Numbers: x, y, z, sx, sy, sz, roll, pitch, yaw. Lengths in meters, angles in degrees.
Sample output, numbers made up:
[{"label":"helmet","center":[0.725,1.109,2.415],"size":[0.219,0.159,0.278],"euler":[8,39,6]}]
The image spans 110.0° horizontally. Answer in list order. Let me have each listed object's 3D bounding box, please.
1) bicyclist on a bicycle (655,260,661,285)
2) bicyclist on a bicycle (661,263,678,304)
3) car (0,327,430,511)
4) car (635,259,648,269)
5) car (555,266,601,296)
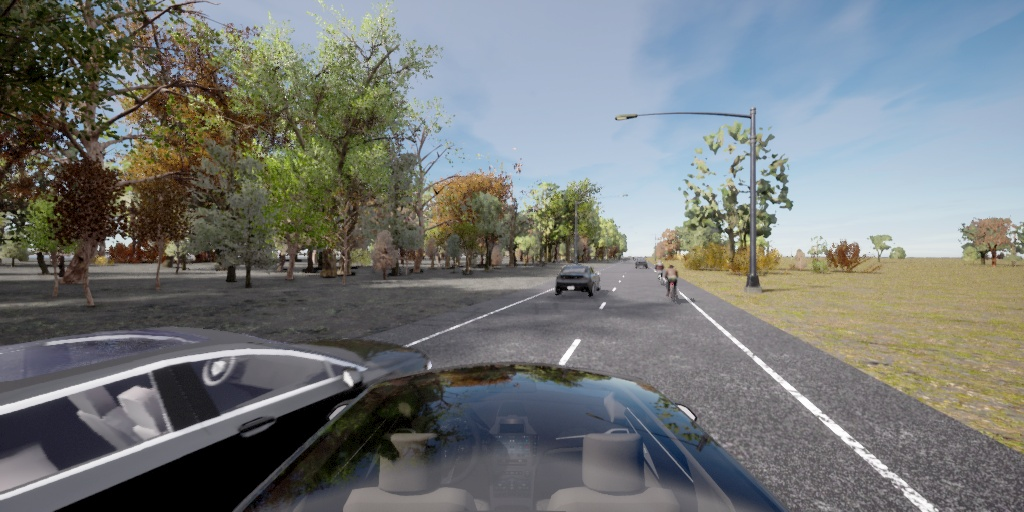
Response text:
[{"label":"bicyclist on a bicycle","center":[10.111,1.126,24.608],"size":[0.659,1.776,1.843],"euler":[0,0,19]},{"label":"bicyclist on a bicycle","center":[6.918,1.206,15.532],"size":[0.582,1.620,1.656],"euler":[0,0,19]},{"label":"car","center":[-2.340,1.241,2.361],"size":[2.128,1.511,4.902],"euler":[0,0,19]},{"label":"car","center":[21.008,1.269,58.211],"size":[1.837,1.490,4.892],"euler":[0,0,19]},{"label":"car","center":[3.608,1.258,19.277],"size":[1.837,1.490,4.892],"euler":[0,0,19]}]
